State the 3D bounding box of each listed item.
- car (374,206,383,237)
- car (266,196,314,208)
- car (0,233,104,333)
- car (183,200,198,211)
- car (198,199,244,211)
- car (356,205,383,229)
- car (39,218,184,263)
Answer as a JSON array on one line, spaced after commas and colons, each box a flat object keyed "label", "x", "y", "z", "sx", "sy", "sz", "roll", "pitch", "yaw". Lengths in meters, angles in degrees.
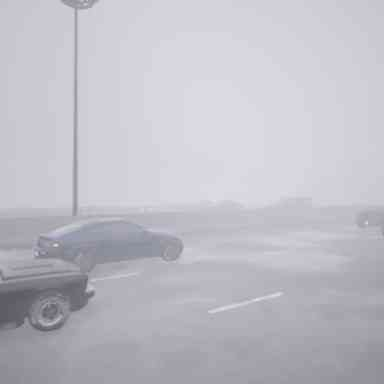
[{"label": "car", "x": 11.020, "y": 1.559, "z": 15.913, "sx": 5.008, "sy": 1.535, "sz": 1.882, "roll": 0, "pitch": 0, "yaw": -36}, {"label": "car", "x": 9.536, "y": 1.438, "z": 32.179, "sx": 5.566, "sy": 2.045, "sz": 2.150, "roll": 0, "pitch": 0, "yaw": -36}, {"label": "car", "x": -4.035, "y": 1.601, "z": 5.167, "sx": 4.718, "sy": 1.301, "sz": 1.895, "roll": 0, "pitch": 0, "yaw": -36}, {"label": "car", "x": 1.083, "y": 1.636, "z": 39.079, "sx": 4.674, "sy": 1.442, "sz": 1.812, "roll": 1, "pitch": 0, "yaw": -35}, {"label": "car", "x": 3.476, "y": 1.589, "z": 36.482, "sx": 5.008, "sy": 1.535, "sz": 1.882, "roll": 1, "pitch": 0, "yaw": -35}, {"label": "car", "x": 12.339, "y": 1.605, "z": 21.156, "sx": 4.892, "sy": 1.490, "sz": 1.837, "roll": 0, "pitch": 0, "yaw": -36}, {"label": "car", "x": -2.446, "y": 1.546, "z": 10.600, "sx": 4.674, "sy": 1.442, "sz": 1.812, "roll": 0, "pitch": 0, "yaw": -36}]
